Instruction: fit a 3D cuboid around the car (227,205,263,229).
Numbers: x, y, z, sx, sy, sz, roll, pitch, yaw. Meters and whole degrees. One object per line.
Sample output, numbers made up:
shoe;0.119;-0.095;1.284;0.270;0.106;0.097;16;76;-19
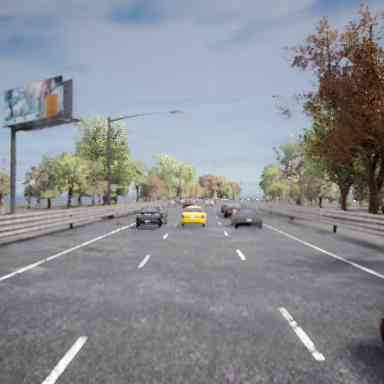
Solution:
car;3.937;1.883;24.459;1.994;1.385;4.181;0;-1;2

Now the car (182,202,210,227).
car;0.246;1.797;26.138;1.801;1.575;5.366;0;-1;4

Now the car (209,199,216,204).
car;5.901;2.704;95.374;1.994;1.385;4.181;0;-1;7

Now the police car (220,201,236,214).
police car;4.980;2.046;46.299;1.930;1.638;5.238;0;-1;4

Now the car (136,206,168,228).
car;-2.950;1.819;25.081;2.128;1.511;4.902;0;-1;2

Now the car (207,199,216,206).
car;4.354;2.709;80.588;1.895;1.301;4.718;0;-1;6

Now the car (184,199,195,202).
car;-0.492;2.238;65.717;2.097;1.767;4.553;1;0;5

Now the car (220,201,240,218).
car;4.381;1.971;35.358;2.163;1.488;4.792;0;-1;3

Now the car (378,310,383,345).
car;3.508;1.562;2.711;1.812;1.442;4.674;0;-1;0
